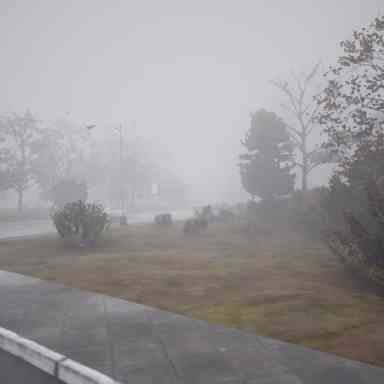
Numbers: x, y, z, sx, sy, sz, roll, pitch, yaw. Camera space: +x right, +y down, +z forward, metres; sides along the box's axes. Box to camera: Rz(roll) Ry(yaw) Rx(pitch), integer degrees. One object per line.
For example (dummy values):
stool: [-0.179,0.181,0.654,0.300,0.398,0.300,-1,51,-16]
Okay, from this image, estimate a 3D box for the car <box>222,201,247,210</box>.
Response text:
car: [7.114,2.196,50.324,2.033,1.411,5.357,-3,-2,32]

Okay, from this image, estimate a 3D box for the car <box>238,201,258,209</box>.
car: [10.439,2.411,62.098,1.837,1.490,4.892,-3,-2,33]

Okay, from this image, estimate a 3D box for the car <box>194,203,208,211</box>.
car: [2.119,2.574,55.726,1.895,1.301,4.718,-3,-2,32]

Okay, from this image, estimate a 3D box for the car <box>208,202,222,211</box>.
car: [5.013,2.319,53.564,1.837,1.490,4.892,-3,-2,32]

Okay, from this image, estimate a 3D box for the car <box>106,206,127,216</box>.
car: [-9.381,2.365,37.562,1.812,1.442,4.674,-3,-2,32]
